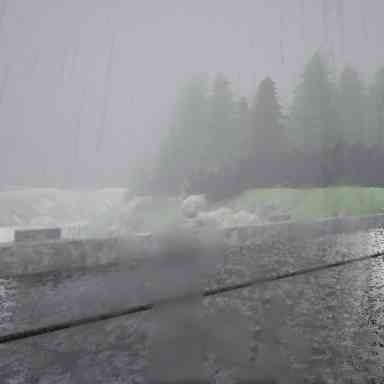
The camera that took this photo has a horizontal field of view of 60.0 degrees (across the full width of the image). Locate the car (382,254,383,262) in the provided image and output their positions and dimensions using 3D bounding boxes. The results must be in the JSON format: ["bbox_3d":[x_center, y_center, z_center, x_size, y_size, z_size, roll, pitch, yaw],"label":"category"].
[{"bbox_3d":[8.070,1.555,10.382,5.357,1.411,2.033,0,0,-36],"label":"car"}]
